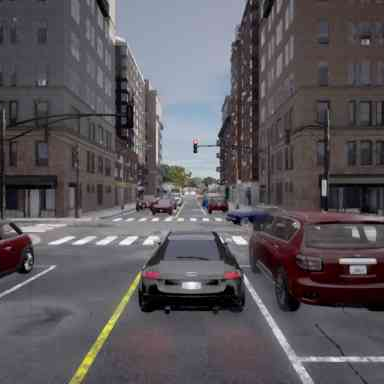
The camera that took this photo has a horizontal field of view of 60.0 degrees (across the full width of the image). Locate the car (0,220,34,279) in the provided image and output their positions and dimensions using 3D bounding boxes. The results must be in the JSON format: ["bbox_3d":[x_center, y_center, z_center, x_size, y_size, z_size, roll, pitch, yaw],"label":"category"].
[{"bbox_3d":[-5.397,1.440,7.642,1.967,1.590,4.097,0,0,0],"label":"car"}]

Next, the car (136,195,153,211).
[{"bbox_3d":[-5.476,1.312,40.201,2.192,1.841,5.009,0,0,0],"label":"car"}]

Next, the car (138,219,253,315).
[{"bbox_3d":[0.014,1.564,7.677,1.994,1.385,4.181,0,0,1],"label":"car"}]

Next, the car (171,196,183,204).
[{"bbox_3d":[-2.849,1.558,63.222,1.994,1.385,4.181,0,0,1],"label":"car"}]

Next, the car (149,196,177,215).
[{"bbox_3d":[-2.894,1.475,33.729,1.882,1.535,5.008,0,0,0],"label":"car"}]

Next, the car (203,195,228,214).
[{"bbox_3d":[2.651,1.312,34.710,2.192,1.841,5.009,0,0,0],"label":"car"}]

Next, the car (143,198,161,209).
[{"bbox_3d":[-5.482,1.562,45.705,1.947,1.339,4.313,0,0,0],"label":"car"}]

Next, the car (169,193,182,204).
[{"bbox_3d":[-2.845,1.217,53.163,2.150,2.045,5.566,0,0,1],"label":"car"}]

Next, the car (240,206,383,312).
[{"bbox_3d":[2.628,1.315,7.654,2.192,1.841,5.009,0,0,0],"label":"car"}]

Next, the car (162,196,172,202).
[{"bbox_3d":[-5.511,1.537,73.223,1.887,1.381,4.507,0,0,0],"label":"car"}]

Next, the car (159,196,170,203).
[{"bbox_3d":[-5.505,1.538,67.720,1.887,1.381,4.507,0,0,0],"label":"car"}]

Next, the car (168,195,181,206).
[{"bbox_3d":[-2.891,1.488,43.284,2.128,1.511,4.902,0,0,0],"label":"car"}]

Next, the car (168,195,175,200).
[{"bbox_3d":[-5.528,1.573,89.735,1.802,1.307,4.206,0,0,0],"label":"car"}]

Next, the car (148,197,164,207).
[{"bbox_3d":[-5.488,1.546,51.209,2.008,1.369,4.403,0,0,0],"label":"car"}]

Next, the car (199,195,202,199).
[{"bbox_3d":[2.614,1.310,51.222,2.192,1.841,5.009,0,0,0],"label":"car"}]

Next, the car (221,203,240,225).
[{"bbox_3d":[4.627,1.583,22.016,4.718,1.301,1.895,0,0,-13],"label":"car"}]
